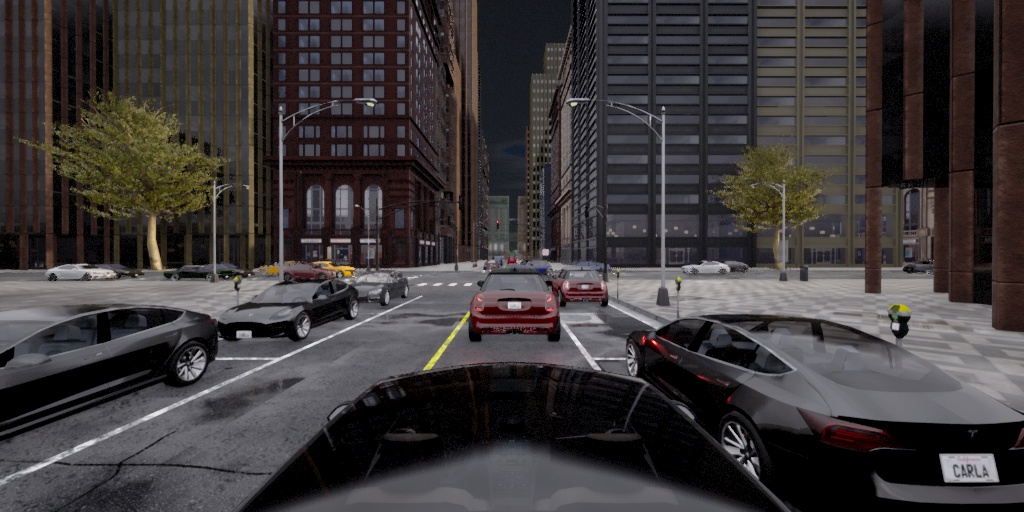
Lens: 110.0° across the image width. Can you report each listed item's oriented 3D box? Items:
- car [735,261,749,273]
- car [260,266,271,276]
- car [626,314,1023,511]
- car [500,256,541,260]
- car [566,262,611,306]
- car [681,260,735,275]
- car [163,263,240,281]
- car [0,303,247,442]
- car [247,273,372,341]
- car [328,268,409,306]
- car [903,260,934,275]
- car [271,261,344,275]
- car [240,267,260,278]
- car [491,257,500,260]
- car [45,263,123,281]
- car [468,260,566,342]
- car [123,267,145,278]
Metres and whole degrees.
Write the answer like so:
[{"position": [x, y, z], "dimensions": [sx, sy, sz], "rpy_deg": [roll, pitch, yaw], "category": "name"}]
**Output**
[{"position": [24.040, 1.195, 40.372], "dimensions": [4.674, 1.442, 1.812], "rpy_deg": [0, 0, 0], "category": "car"}, {"position": [-23.464, 1.280, 37.064], "dimensions": [5.008, 1.535, 1.882], "rpy_deg": [0, 0, 0], "category": "car"}, {"position": [2.764, 1.315, 4.242], "dimensions": [1.948, 1.339, 4.313], "rpy_deg": [0, 0, 0], "category": "car"}, {"position": [1.610, 1.107, 33.943], "dimensions": [4.553, 1.767, 2.097], "rpy_deg": [0, 0, -36], "category": "car"}, {"position": [2.775, 1.190, 15.514], "dimensions": [1.967, 1.591, 4.097], "rpy_deg": [0, 0, 0], "category": "car"}, {"position": [19.979, 1.220, 37.118], "dimensions": [4.674, 1.442, 1.812], "rpy_deg": [0, 0, 0], "category": "car"}, {"position": [-26.340, 1.444, 30.361], "dimensions": [4.718, 1.301, 1.895], "rpy_deg": [0, 0, 0], "category": "car"}, {"position": [-5.761, 1.315, 4.248], "dimensions": [1.948, 1.339, 4.313], "rpy_deg": [0, 0, 0], "category": "car"}, {"position": [-5.756, 1.316, 9.884], "dimensions": [1.948, 1.339, 4.313], "rpy_deg": [0, 0, 0], "category": "car"}, {"position": [-5.750, 1.301, 15.521], "dimensions": [2.007, 1.370, 4.403], "rpy_deg": [0, 0, 0], "category": "car"}, {"position": [43.561, 1.154, 37.100], "dimensions": [4.892, 1.490, 1.837], "rpy_deg": [0, 0, 0], "category": "car"}, {"position": [-17.240, 1.343, 30.371], "dimensions": [4.674, 1.442, 1.812], "rpy_deg": [0, 0, -2], "category": "car"}, {"position": [-27.256, 1.377, 33.611], "dimensions": [5.357, 1.411, 2.033], "rpy_deg": [0, 0, 0], "category": "car"}, {"position": [-3.022, 1.293, 51.981], "dimensions": [1.812, 1.442, 4.674], "rpy_deg": [0, 0, 1], "category": "car"}, {"position": [-36.477, 1.397, 30.354], "dimensions": [4.674, 1.442, 1.812], "rpy_deg": [0, 0, 0], "category": "car"}, {"position": [0.075, 1.102, 9.977], "dimensions": [2.097, 1.767, 4.553], "rpy_deg": [0, 0, 1], "category": "car"}, {"position": [-37.890, 1.407, 33.597], "dimensions": [5.357, 1.411, 2.033], "rpy_deg": [0, 0, -1], "category": "car"}]
